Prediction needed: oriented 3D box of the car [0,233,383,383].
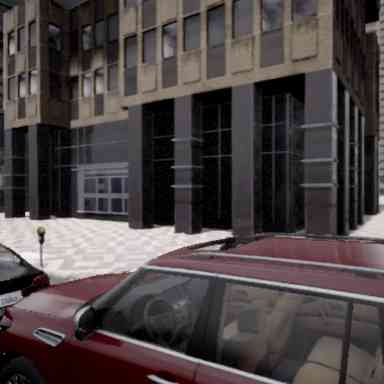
[{"bbox_3d":[0.458,1.289,2.659,5.009,1.841,2.192,0,0,33],"label":"car"}]
